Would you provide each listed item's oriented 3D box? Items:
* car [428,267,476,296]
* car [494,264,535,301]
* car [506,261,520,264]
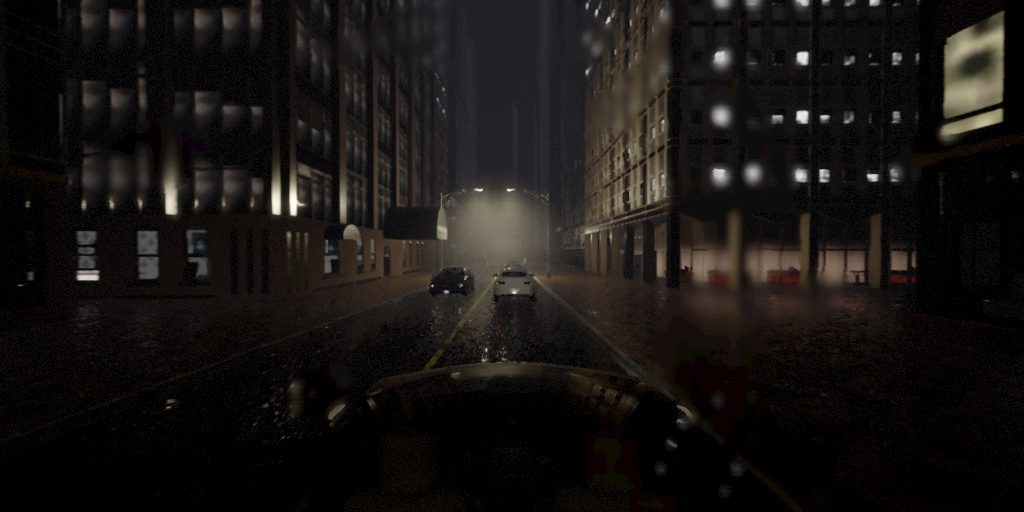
[{"bbox_3d":[-3.065,1.307,19.473,2.033,1.411,5.357,0,0,0],"label":"car"},{"bbox_3d":[0.104,1.283,17.320,1.812,1.442,4.674,0,0,0],"label":"car"},{"bbox_3d":[0.110,1.287,40.472,1.837,1.490,4.892,0,0,0],"label":"car"}]
